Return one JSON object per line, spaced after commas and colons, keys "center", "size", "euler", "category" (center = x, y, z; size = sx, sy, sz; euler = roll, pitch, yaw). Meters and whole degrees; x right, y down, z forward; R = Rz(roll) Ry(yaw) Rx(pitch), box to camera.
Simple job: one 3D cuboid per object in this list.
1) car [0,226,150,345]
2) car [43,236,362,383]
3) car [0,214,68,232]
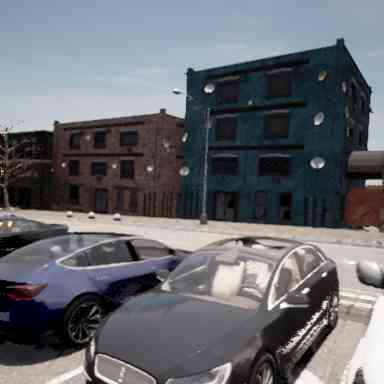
{"center": [-1.481, 1.499, 6.488], "size": [2.163, 1.488, 4.792], "euler": [0, 0, 35], "category": "car"}
{"center": [0.783, 1.476, 4.844], "size": [2.231, 1.521, 4.892], "euler": [0, 0, 36], "category": "car"}
{"center": [-6.062, 1.463, 9.724], "size": [2.097, 1.535, 5.008], "euler": [0, 0, 35], "category": "car"}
